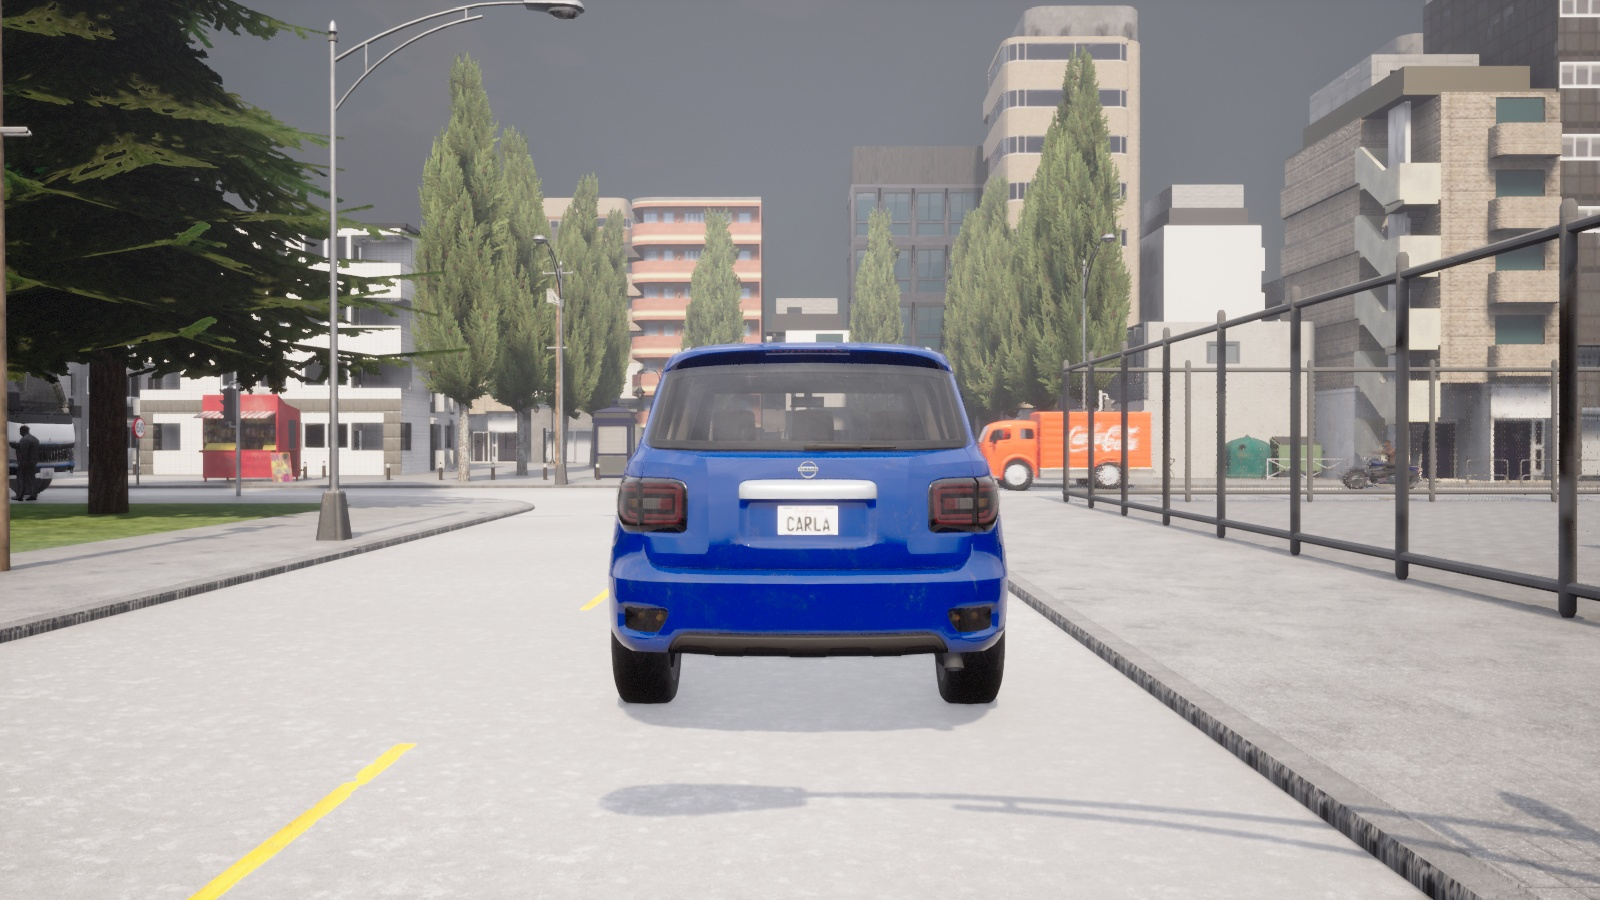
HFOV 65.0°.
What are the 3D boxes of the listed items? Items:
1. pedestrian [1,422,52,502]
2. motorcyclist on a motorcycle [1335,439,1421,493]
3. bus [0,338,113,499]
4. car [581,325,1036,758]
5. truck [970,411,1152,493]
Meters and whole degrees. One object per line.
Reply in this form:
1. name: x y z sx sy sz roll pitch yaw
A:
1. pedestrian: -18.412 0.272 29.904 0.849 1.883 0.563 0 0 -1
2. motorcyclist on a motorcycle: 18.070 0.490 39.283 2.350 1.649 0.766 0 0 0
3. bus: -25.605 -0.851 35.497 10.273 4.253 3.944 0 0 2
4. car: 0.056 0.416 8.720 2.150 2.045 5.566 0 0 0
5. truck: 8.079 0.044 39.376 5.204 2.467 2.627 0 1 2
